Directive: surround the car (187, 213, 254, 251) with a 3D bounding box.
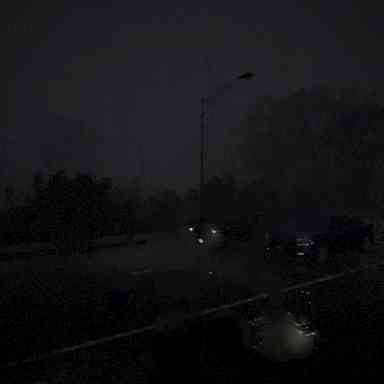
[{"bbox_3d":[2.098,1.612,14.403,4.718,1.301,1.895,0,0,-38],"label":"car"}]

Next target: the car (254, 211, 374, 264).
[{"bbox_3d":[4.723,1.488,12.045,5.008,1.535,1.882,0,0,-39],"label":"car"}]
